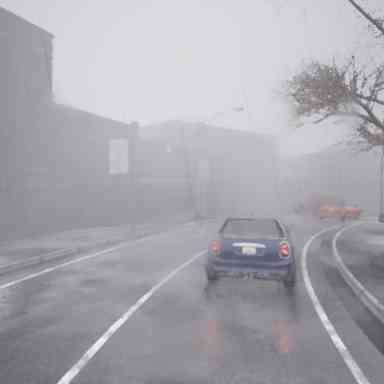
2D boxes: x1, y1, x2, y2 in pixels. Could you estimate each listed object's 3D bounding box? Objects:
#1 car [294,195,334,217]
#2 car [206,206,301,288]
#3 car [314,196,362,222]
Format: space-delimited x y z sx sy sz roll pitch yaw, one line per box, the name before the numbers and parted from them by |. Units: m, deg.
car | 12.178 1.278 32.538 5.566 2.045 2.150 1 0 -40
car | 1.828 1.358 9.626 2.097 1.767 4.553 1 0 14
car | 12.385 1.450 27.591 2.097 1.767 4.553 2 1 44
